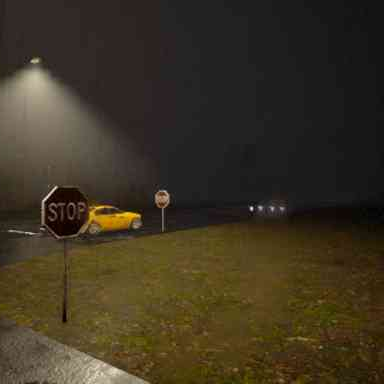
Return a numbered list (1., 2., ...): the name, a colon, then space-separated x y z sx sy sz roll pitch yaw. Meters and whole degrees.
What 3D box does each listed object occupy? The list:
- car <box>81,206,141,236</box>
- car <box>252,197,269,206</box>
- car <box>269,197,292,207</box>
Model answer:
1. car: -5.010 1.508 18.847 1.882 1.535 5.008 0 0 35
2. car: 11.671 1.517 55.414 1.882 1.535 5.008 0 0 35
3. car: 14.553 1.515 53.429 1.882 1.535 5.008 0 0 35
